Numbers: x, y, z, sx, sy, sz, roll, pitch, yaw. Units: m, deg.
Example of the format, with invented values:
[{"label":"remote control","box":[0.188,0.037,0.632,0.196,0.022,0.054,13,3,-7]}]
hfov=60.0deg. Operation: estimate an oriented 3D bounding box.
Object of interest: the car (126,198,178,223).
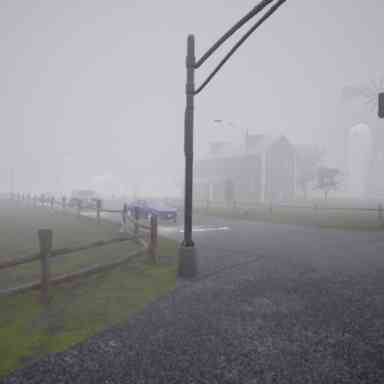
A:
[{"label":"car","box":[-2.815,1.193,22.738,1.882,1.535,5.008,1,0,-36]}]

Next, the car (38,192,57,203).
[{"label":"car","box":[-20.971,0.820,48.258,1.837,1.490,4.892,1,-1,-35]}]

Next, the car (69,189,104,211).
[{"label":"car","box":[-10.870,0.758,34.018,2.150,2.045,5.566,1,0,-36]}]
